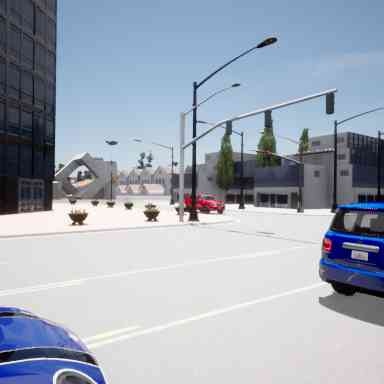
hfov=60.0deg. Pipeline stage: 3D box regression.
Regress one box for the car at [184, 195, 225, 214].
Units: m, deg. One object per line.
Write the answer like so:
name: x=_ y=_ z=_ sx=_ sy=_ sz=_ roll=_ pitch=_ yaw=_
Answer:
car: x=1.299 y=1.314 z=36.715 sx=2.150 sy=2.045 sz=5.566 roll=1 pitch=-1 yaw=-35

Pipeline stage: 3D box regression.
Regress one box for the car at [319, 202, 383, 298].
car: x=5.200 y=1.239 z=7.507 sx=5.566 sy=2.045 sz=2.150 roll=0 pitch=0 yaw=-35

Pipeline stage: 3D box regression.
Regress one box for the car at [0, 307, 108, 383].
car: x=-2.729 y=1.352 z=1.796 sx=4.553 sy=1.767 sz=2.097 roll=0 pitch=0 yaw=-35
